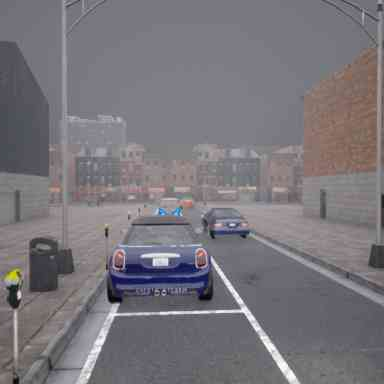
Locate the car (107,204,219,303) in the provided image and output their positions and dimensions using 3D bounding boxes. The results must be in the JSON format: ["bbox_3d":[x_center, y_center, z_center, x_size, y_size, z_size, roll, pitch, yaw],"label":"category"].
[{"bbox_3d":[-0.762,1.352,8.439,2.097,1.767,4.553,0,0,-4],"label":"car"}]

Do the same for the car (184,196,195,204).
[{"bbox_3d":[-0.755,1.370,46.386,2.097,1.767,4.553,0,0,-5],"label":"car"}]

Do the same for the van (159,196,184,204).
[{"bbox_3d":[-1.733,1.344,25.292,1.690,1.788,3.998,-1,0,-4],"label":"van"}]

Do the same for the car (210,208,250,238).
[{"bbox_3d":[1.622,1.547,17.572,2.033,1.411,5.357,0,0,-4],"label":"car"}]
